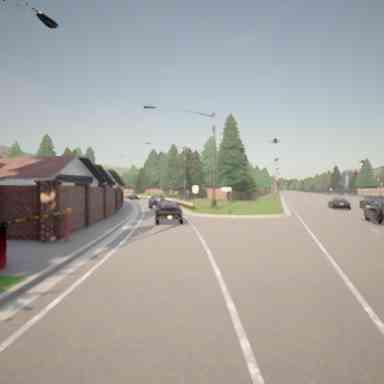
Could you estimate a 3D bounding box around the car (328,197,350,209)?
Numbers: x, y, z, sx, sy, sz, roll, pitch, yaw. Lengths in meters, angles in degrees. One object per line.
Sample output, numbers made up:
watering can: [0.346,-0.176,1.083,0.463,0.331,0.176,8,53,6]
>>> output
car: [17.530,1.301,39.751,1.994,1.385,4.181,0,0,15]

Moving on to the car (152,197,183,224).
car: [-1.721,1.378,23.874,1.837,1.490,4.892,0,0,-7]

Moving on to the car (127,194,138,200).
car: [-13.615,1.143,76.298,1.812,1.442,4.674,0,0,-20]

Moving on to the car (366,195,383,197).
car: [20.713,1.090,38.083,2.097,1.767,4.553,0,0,15]

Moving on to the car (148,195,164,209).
car: [-4.346,1.136,41.503,2.097,1.767,4.553,0,0,-10]

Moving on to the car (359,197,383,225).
car: [13.019,1.335,22.375,2.128,1.511,4.902,0,0,15]
